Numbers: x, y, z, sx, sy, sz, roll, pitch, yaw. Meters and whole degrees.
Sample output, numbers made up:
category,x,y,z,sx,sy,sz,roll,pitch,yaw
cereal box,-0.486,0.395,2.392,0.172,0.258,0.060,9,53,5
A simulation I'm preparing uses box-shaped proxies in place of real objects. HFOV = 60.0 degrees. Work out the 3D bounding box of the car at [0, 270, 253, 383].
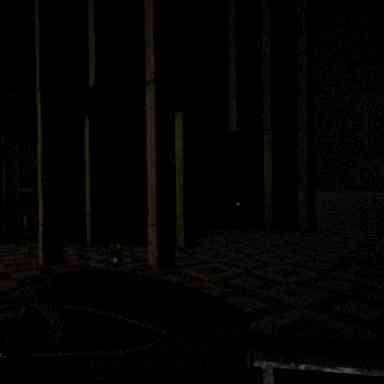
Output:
category,x,y,z,sx,sy,sz,roll,pitch,yaw
car,-1.528,1.567,3.459,4.313,1.339,1.947,-1,1,11
